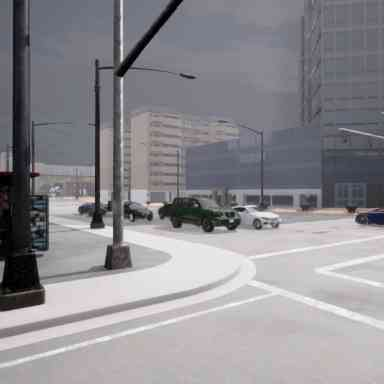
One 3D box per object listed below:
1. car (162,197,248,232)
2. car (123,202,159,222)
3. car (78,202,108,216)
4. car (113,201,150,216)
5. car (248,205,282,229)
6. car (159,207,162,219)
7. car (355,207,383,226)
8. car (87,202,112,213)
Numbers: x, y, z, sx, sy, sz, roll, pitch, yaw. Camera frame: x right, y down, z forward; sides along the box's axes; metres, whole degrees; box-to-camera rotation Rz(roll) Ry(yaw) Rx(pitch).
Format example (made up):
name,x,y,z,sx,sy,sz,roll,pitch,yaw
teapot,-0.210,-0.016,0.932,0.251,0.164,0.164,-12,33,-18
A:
name,x,y,z,sx,sy,sz,roll,pitch,yaw
car,0.641,1.335,21.264,2.150,2.045,5.566,0,-1,-36
car,-5.165,1.741,29.264,1.837,1.490,4.892,0,-1,-36
car,-11.411,1.939,37.880,2.033,1.411,5.357,0,-1,-36
car,-6.903,1.841,37.626,2.128,1.511,4.902,0,-1,-36
car,3.908,1.635,22.695,1.812,1.442,4.674,0,-1,-35
car,-1.391,1.740,30.083,1.812,1.442,4.674,0,-1,-36
car,13.220,1.616,22.147,1.994,1.385,4.181,0,0,-36
car,-12.734,2.060,45.719,1.994,1.385,4.181,0,-1,-35
